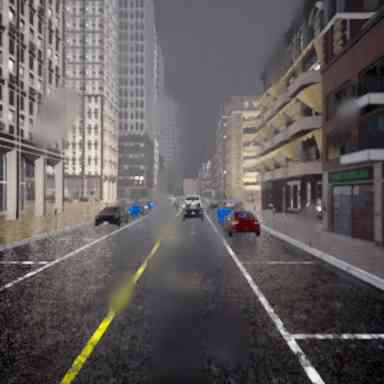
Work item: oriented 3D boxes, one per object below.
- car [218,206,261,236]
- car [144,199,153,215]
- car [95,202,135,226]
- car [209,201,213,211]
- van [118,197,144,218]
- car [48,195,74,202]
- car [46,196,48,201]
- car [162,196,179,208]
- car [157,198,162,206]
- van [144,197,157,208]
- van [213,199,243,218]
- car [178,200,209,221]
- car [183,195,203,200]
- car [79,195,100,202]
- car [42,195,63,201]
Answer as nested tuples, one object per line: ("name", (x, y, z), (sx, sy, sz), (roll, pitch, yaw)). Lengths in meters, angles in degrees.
("car", (2.695, 1.665, 18.462), (1.802, 1.307, 4.206), (0, 0, 0))
("car", (-5.682, 1.714, 35.411), (2.008, 1.369, 4.403), (0, 0, 0))
("car", (-5.684, 1.676, 24.113), (1.947, 1.339, 4.313), (0, 0, 0))
("car", (2.700, 1.741, 41.056), (2.008, 1.369, 4.403), (0, 0, 0))
("van", (-5.684, 1.477, 29.763), (1.690, 1.788, 3.998), (0, 0, 0))
("car", (-26.691, 1.435, 68.779), (4.206, 1.307, 1.802), (1, -1, 0))
("car", (-32.260, 1.061, 68.775), (5.009, 1.841, 2.192), (1, -1, 0))
("car", (-3.025, 1.737, 51.982), (2.128, 1.511, 4.902), (0, 0, 1))
("car", (-5.677, 1.716, 58.005), (1.967, 1.590, 4.097), (0, 0, 0))
("van", (-5.680, 1.532, 41.060), (1.690, 1.788, 3.998), (0, 0, 0))
("van", (2.696, 1.451, 24.112), (1.690, 1.788, 3.998), (0, 0, 0))
("car", (0.102, 1.678, 28.480), (2.033, 1.411, 5.357), (0, 0, 0))
("car", (0.090, 1.410, 40.143), (2.150, 2.045, 5.566), (0, 0, 1))
("car", (-21.114, 1.400, 68.793), (4.097, 1.590, 1.967), (1, -1, 0))
("car", (-32.343, 1.356, 77.148), (4.206, 1.307, 1.802), (1, -1, 0))
